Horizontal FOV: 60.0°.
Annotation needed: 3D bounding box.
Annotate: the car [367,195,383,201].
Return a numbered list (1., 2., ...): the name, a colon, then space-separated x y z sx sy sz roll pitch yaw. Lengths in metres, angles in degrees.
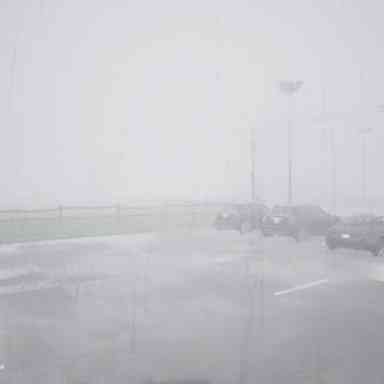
1. car: 46.625 1.582 82.649 2.033 1.411 5.357 0 0 -7

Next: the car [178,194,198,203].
1. car: -0.856 1.377 69.877 2.097 1.767 4.553 0 0 -36

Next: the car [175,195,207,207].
1. car: -0.189 1.542 51.010 1.812 1.442 4.674 0 0 -36

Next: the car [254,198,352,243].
1. car: 5.558 1.360 16.382 4.553 1.767 2.097 0 0 -36

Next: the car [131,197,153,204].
1. car: -10.057 1.619 64.643 1.895 1.301 4.718 0 0 -36

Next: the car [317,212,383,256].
1. car: 7.199 1.570 13.244 4.181 1.385 1.994 0 0 -36

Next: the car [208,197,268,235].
1. car: 3.511 1.360 19.221 4.553 1.767 2.097 0 0 -36

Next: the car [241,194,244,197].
1. car: 5.709 1.497 54.819 1.882 1.535 5.008 0 0 -36

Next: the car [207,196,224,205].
1. car: 2.714 1.582 52.974 1.994 1.385 4.181 0 0 -36

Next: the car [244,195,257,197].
1. car: 8.469 1.586 56.987 1.994 1.385 4.181 0 0 -36

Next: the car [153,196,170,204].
1. car: -6.796 1.581 66.116 1.994 1.385 4.181 0 0 -36

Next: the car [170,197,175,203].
1. car: -3.760 1.619 67.913 1.895 1.301 4.718 0 0 -36

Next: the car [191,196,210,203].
1. car: 1.848 1.576 72.108 1.994 1.385 4.181 0 0 -36

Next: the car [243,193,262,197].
1. car: 11.086 1.245 59.361 2.150 2.045 5.566 0 0 -36
